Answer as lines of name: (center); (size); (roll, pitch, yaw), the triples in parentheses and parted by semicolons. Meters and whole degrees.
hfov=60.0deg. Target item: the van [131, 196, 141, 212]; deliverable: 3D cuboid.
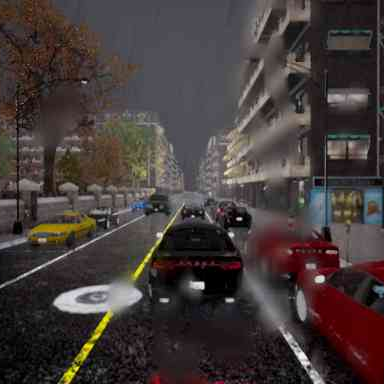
van: (-5.729, 1.334, 37.395); (1.690, 1.788, 3.998); (0, 0, 0)

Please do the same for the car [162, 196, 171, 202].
car: (-5.762, 1.578, 76.142); (1.802, 1.307, 4.206); (0, 0, 0)

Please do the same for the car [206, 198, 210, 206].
car: (2.657, 1.559, 31.868); (1.947, 1.339, 4.313); (0, 0, 0)

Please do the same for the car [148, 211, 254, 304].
car: (0.089, 1.475, 8.245); (1.882, 1.535, 5.008); (0, 0, 0)

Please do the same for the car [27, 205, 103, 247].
car: (-5.708, 1.520, 15.085); (1.752, 1.417, 4.829); (0, 0, 0)

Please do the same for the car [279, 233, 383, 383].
car: (2.682, 1.543, 4.193); (1.887, 1.381, 4.507); (0, 0, 0)

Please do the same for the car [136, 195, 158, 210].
car: (-5.735, 1.307, 42.930); (2.192, 1.841, 5.009); (0, 0, 0)

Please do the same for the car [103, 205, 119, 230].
car: (-5.713, 1.545, 20.790); (2.008, 1.369, 4.403); (0, 0, 0)

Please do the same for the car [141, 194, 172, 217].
car: (-3.119, 1.214, 31.791); (2.150, 2.045, 5.566); (0, 0, 0)

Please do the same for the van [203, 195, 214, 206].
van: (2.636, 1.334, 54.009); (1.690, 1.788, 3.998); (0, 0, 0)

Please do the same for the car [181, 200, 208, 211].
car: (0.075, 1.594, 27.944); (1.895, 1.301, 4.718); (0, 0, 0)

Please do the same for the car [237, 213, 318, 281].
car: (2.677, 1.541, 9.728); (1.887, 1.381, 4.507); (0, 0, 0)

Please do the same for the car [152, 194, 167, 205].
car: (-5.749, 1.308, 59.536); (2.192, 1.841, 5.009); (0, 0, 0)

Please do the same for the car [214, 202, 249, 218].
car: (2.667, 1.560, 20.798); (1.947, 1.339, 4.313); (0, 0, 0)

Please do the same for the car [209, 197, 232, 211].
car: (2.661, 1.434, 26.333); (1.967, 1.590, 4.097); (0, 0, 0)

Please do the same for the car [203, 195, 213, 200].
car: (2.643, 1.558, 48.474); (1.947, 1.339, 4.313); (0, 0, 0)
